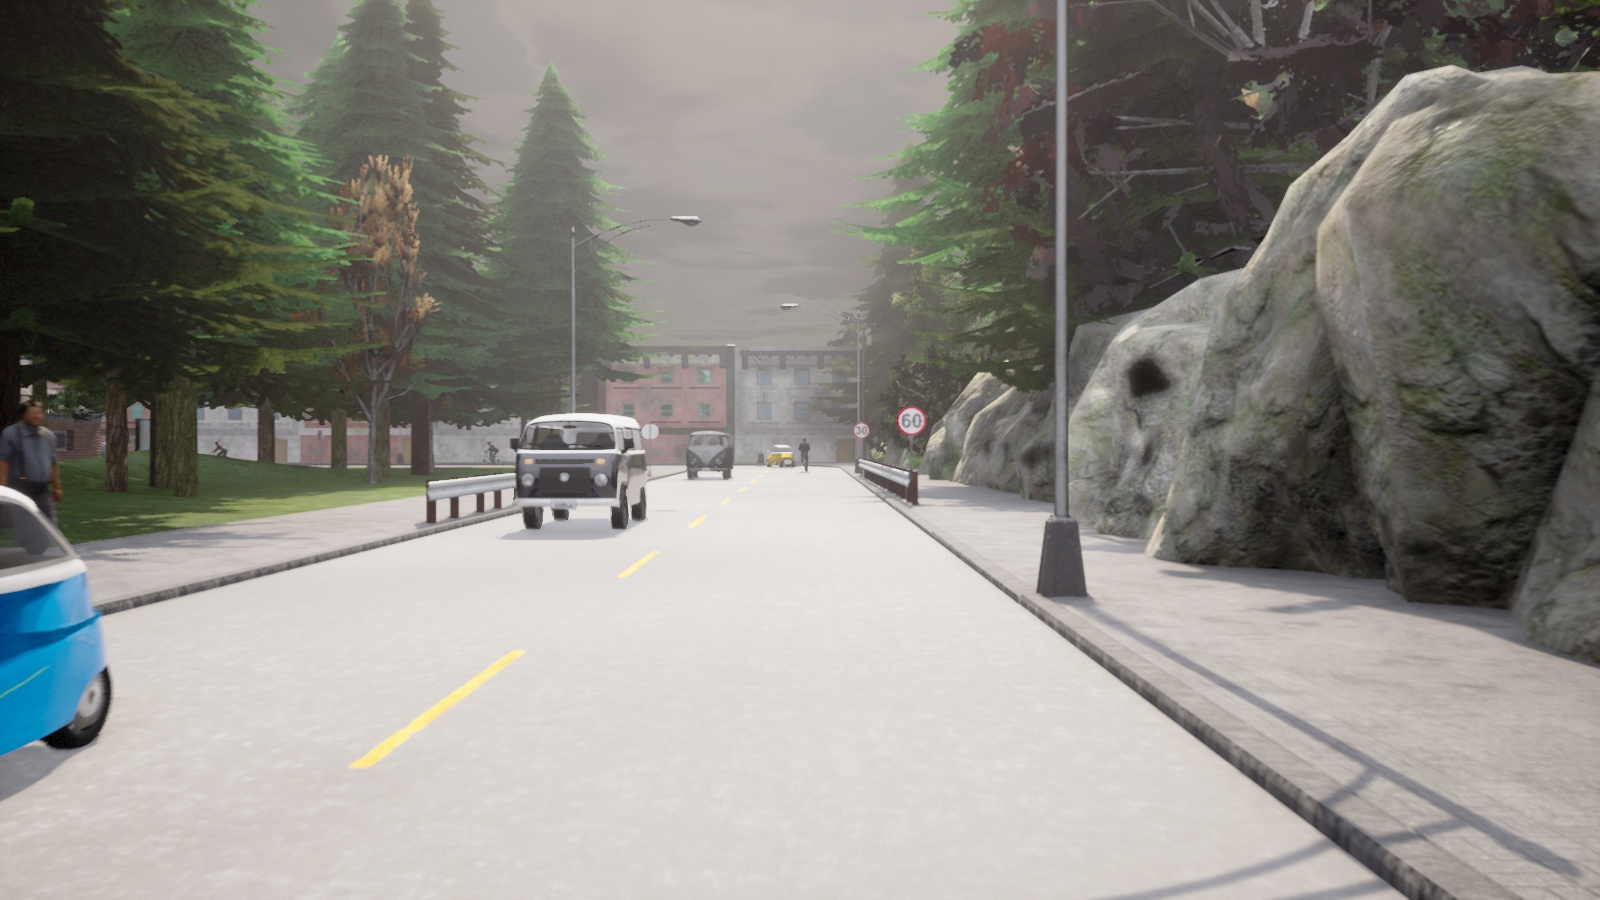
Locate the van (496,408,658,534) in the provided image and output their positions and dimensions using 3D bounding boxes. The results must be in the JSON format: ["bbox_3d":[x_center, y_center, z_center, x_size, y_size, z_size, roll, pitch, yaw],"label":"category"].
[{"bbox_3d":[-3.856,0.343,22.519,2.069,2.038,4.480,0,0,0],"label":"van"}]

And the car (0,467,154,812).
[{"bbox_3d":[-3.955,0.769,5.136,1.481,1.376,2.207,0,0,0],"label":"car"}]

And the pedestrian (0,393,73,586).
[{"bbox_3d":[-7.666,0.380,12.413,0.694,1.848,0.540,0,0,27],"label":"pedestrian"}]

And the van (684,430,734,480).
[{"bbox_3d":[-3.793,0.200,52.741,1.775,1.987,4.442,0,0,0],"label":"van"}]

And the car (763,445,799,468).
[{"bbox_3d":[-1.167,0.372,76.254,1.481,1.376,2.207,0,1,-22],"label":"car"}]
